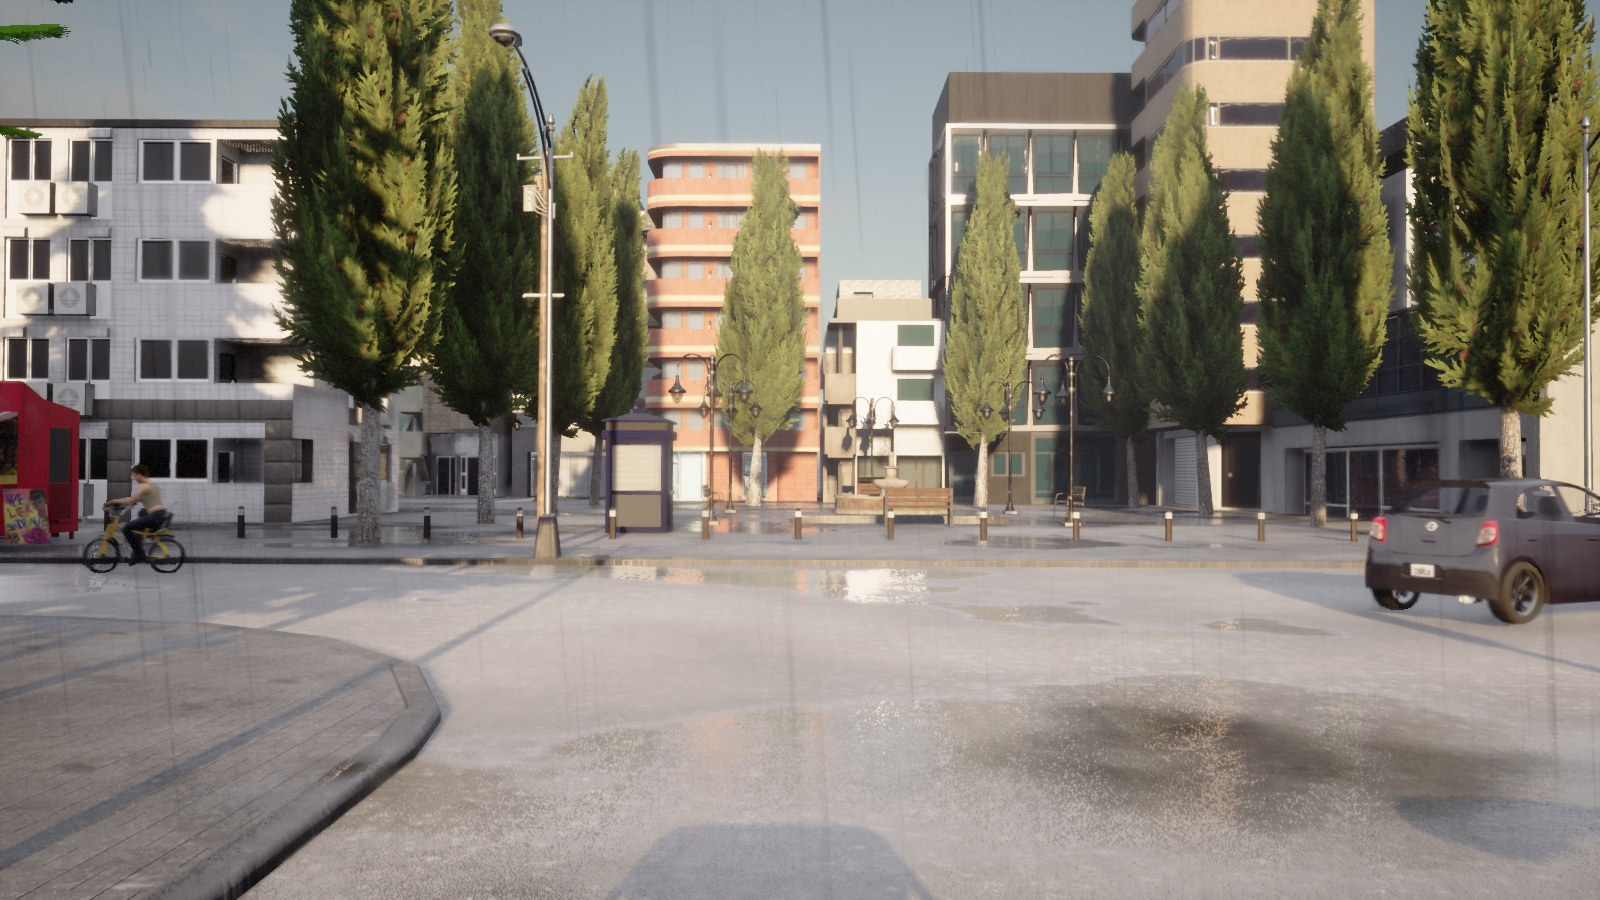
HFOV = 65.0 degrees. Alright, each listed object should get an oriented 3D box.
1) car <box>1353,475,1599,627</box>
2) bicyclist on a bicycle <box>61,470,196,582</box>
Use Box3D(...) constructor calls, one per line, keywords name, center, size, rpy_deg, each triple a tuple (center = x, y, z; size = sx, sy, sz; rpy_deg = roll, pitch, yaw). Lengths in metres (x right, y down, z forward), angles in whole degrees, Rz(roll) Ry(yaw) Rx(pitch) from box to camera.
Box3D(name="car", center=(8.281, 1.031, 14.098), size=(3.633, 1.501, 1.845), rpy_deg=(0, -1, -26))
Box3D(name="bicyclist on a bicycle", center=(-9.863, 1.100, 18.488), size=(1.509, 1.612, 0.866), rpy_deg=(0, -1, 0))
